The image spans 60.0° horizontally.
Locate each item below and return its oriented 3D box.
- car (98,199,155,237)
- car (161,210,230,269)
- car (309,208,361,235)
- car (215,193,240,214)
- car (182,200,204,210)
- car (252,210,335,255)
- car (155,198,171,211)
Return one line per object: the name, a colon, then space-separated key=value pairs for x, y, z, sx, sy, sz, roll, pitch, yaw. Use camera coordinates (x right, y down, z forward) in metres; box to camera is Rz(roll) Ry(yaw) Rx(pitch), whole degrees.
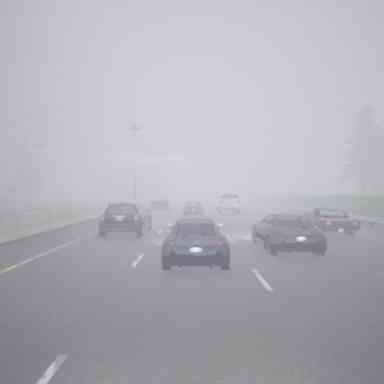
car: x=-3.393 y=1.277 z=17.676 sx=2.097 sy=1.767 sz=4.553 roll=0 pitch=0 yaw=0
car: x=0.104 y=1.512 z=10.918 sx=1.994 sy=1.385 sz=4.181 roll=0 pitch=0 yaw=0
car: x=7.107 y=1.523 z=18.075 sx=1.895 sy=1.301 sz=4.718 roll=0 pitch=0 yaw=0
car: x=3.613 y=1.094 z=34.177 sx=2.150 sy=2.045 sz=5.566 roll=0 pitch=0 yaw=0
car: x=0.111 y=1.436 z=29.318 sx=2.033 sy=1.411 sz=5.357 roll=0 pitch=0 yaw=0
car: x=3.605 y=1.504 z=12.976 sx=1.994 sy=1.385 sz=4.181 roll=0 pitch=0 yaw=0
car: x=-3.386 y=1.344 z=36.410 sx=1.882 sy=1.535 sz=5.008 roll=0 pitch=0 yaw=0
